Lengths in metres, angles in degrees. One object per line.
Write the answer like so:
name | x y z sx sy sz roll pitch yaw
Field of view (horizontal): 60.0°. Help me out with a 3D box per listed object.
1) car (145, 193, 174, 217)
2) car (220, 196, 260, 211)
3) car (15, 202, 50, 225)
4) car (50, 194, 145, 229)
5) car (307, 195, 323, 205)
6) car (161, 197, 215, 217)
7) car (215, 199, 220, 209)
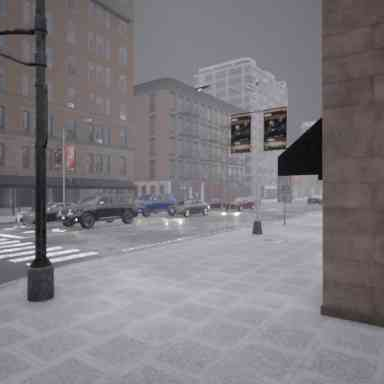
car | -3.688 1.130 30.727 2.150 2.045 5.566 0 0 35
car | 5.575 1.331 38.172 1.882 1.535 5.008 0 0 35
car | -9.380 1.441 22.687 2.128 1.511 4.902 0 0 35
car | -5.995 1.160 21.843 2.150 2.045 5.566 0 0 35
car | 19.585 1.242 52.010 1.882 1.535 5.008 0 0 35
car | -0.265 1.401 29.940 1.837 1.490 4.892 0 0 35
car | 2.085 1.467 38.874 1.895 1.301 4.718 0 0 35
